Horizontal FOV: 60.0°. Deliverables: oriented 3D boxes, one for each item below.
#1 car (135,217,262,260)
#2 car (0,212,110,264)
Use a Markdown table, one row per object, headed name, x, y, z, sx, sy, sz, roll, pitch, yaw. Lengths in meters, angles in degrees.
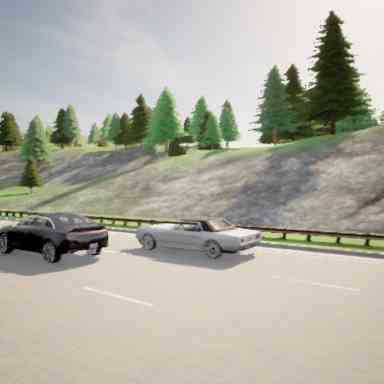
| name | x | y | z | sx | sy | sz | roll | pitch | yaw |
| --- | --- | --- | --- | --- | --- | --- | --- | --- | --- |
| car | 0.084 | 1.598 | 12.550 | 4.718 | 1.301 | 1.895 | 0 | 0 | 35 |
| car | -5.076 | 1.489 | 11.910 | 4.902 | 1.511 | 2.128 | 0 | 0 | 35 |
